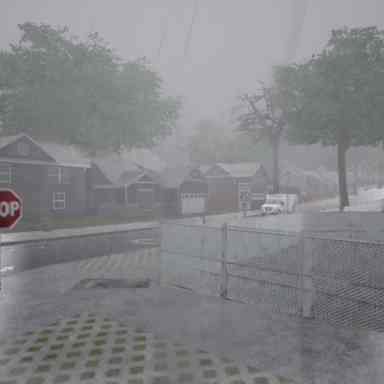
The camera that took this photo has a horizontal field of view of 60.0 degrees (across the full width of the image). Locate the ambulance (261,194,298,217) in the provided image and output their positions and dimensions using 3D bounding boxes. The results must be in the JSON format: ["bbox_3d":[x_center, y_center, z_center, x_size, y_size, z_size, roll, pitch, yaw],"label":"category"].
[{"bbox_3d":[9.924,1.473,37.817,2.351,2.431,6.366,-1,0,36],"label":"ambulance"}]
